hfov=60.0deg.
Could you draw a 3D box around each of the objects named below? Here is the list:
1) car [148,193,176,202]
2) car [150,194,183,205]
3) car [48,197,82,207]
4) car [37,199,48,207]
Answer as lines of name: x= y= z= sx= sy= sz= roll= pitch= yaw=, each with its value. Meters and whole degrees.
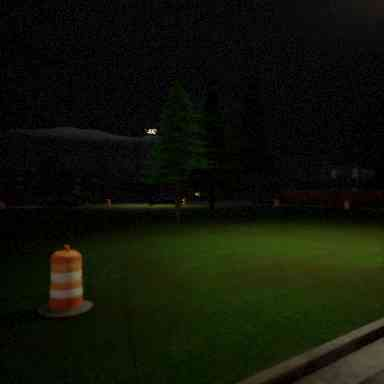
car: x=-5.504 y=1.216 z=62.382 sx=5.566 sy=2.045 sz=2.150 roll=0 pitch=0 yaw=-24
car: x=-4.201 y=1.540 z=59.027 sx=5.357 sy=1.411 sz=2.033 roll=0 pitch=0 yaw=-21
car: x=-18.451 y=1.562 z=49.209 sx=4.181 sy=1.385 sz=1.994 roll=0 pitch=0 yaw=-36
car: x=-21.234 y=1.475 z=51.519 sx=5.008 sy=1.535 sz=1.882 roll=0 pitch=0 yaw=-36
